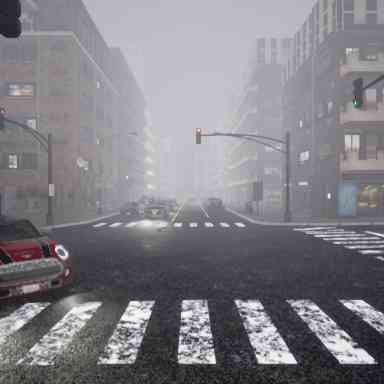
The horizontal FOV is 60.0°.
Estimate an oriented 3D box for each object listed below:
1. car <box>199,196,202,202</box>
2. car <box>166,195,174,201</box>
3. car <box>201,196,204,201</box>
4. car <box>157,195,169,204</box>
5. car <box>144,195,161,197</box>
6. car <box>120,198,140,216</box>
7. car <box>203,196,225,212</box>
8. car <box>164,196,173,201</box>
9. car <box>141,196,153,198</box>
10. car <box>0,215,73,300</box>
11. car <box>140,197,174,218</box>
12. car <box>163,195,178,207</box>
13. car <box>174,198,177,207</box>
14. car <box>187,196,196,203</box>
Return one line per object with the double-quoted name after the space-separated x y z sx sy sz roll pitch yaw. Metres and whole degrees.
2.609 1.599 54.957 1.802 1.307 4.206 0 0 0 "car"
-5.823 1.595 89.037 2.008 1.369 4.403 0 0 0 "car"
2.626 1.451 43.592 1.967 1.590 4.097 0 0 0 "car"
-5.788 1.465 66.308 1.967 1.590 4.097 0 0 0 "car"
-5.755 1.326 43.578 2.192 1.841 5.009 0 0 0 "car"
-5.737 1.572 32.212 1.947 1.339 4.313 0 0 0 "car"
2.634 1.448 37.910 1.967 1.590 4.097 0 0 0 "car"
-5.814 1.589 83.354 2.008 1.369 4.403 0 0 0 "car"
-5.746 1.534 37.725 1.752 1.417 4.829 0 0 0 "car"
-4.858 1.417 8.479 2.097 1.767 4.553 -1 0 -44 "car"
-3.136 1.497 30.647 2.128 1.511 4.902 0 0 1 "car"
-3.161 1.578 50.705 1.994 1.385 4.181 0 0 0 "car"
-3.160 1.610 40.668 1.895 1.301 4.718 0 0 0 "car"
-0.061 1.539 70.634 2.128 1.511 4.902 0 0 0 "car"
